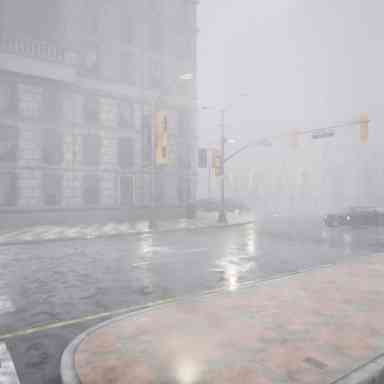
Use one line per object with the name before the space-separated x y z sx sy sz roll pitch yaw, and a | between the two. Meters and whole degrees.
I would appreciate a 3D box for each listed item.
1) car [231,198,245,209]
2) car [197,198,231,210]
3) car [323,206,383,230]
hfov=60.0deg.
car | 5.068 1.526 44.597 1.812 1.442 4.674 0 0 -36
car | 2.205 1.491 42.583 2.128 1.511 4.902 0 0 -36
car | 10.457 1.601 21.261 4.718 1.301 1.895 0 0 -35
